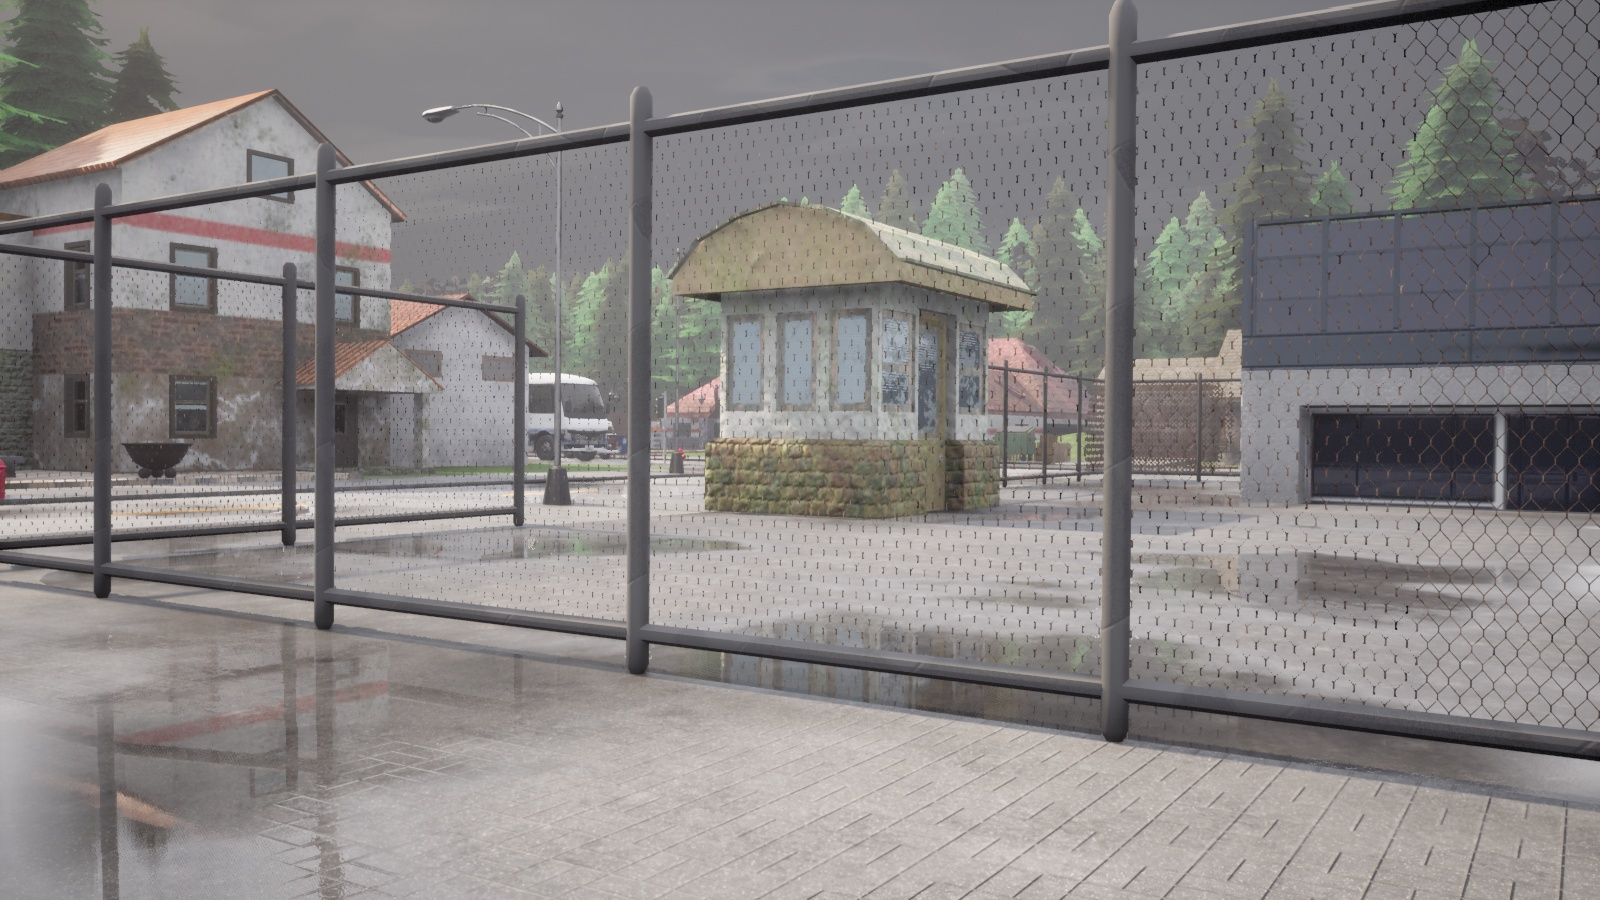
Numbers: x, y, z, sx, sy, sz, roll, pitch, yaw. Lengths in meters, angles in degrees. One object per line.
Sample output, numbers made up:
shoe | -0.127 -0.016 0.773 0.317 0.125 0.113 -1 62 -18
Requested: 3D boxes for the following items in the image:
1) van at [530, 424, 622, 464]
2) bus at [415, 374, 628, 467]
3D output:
van | -11.615 -0.325 65.079 4.480 2.038 2.069 0 1 32
bus | -13.741 -1.362 61.640 10.273 4.253 3.944 0 1 31
